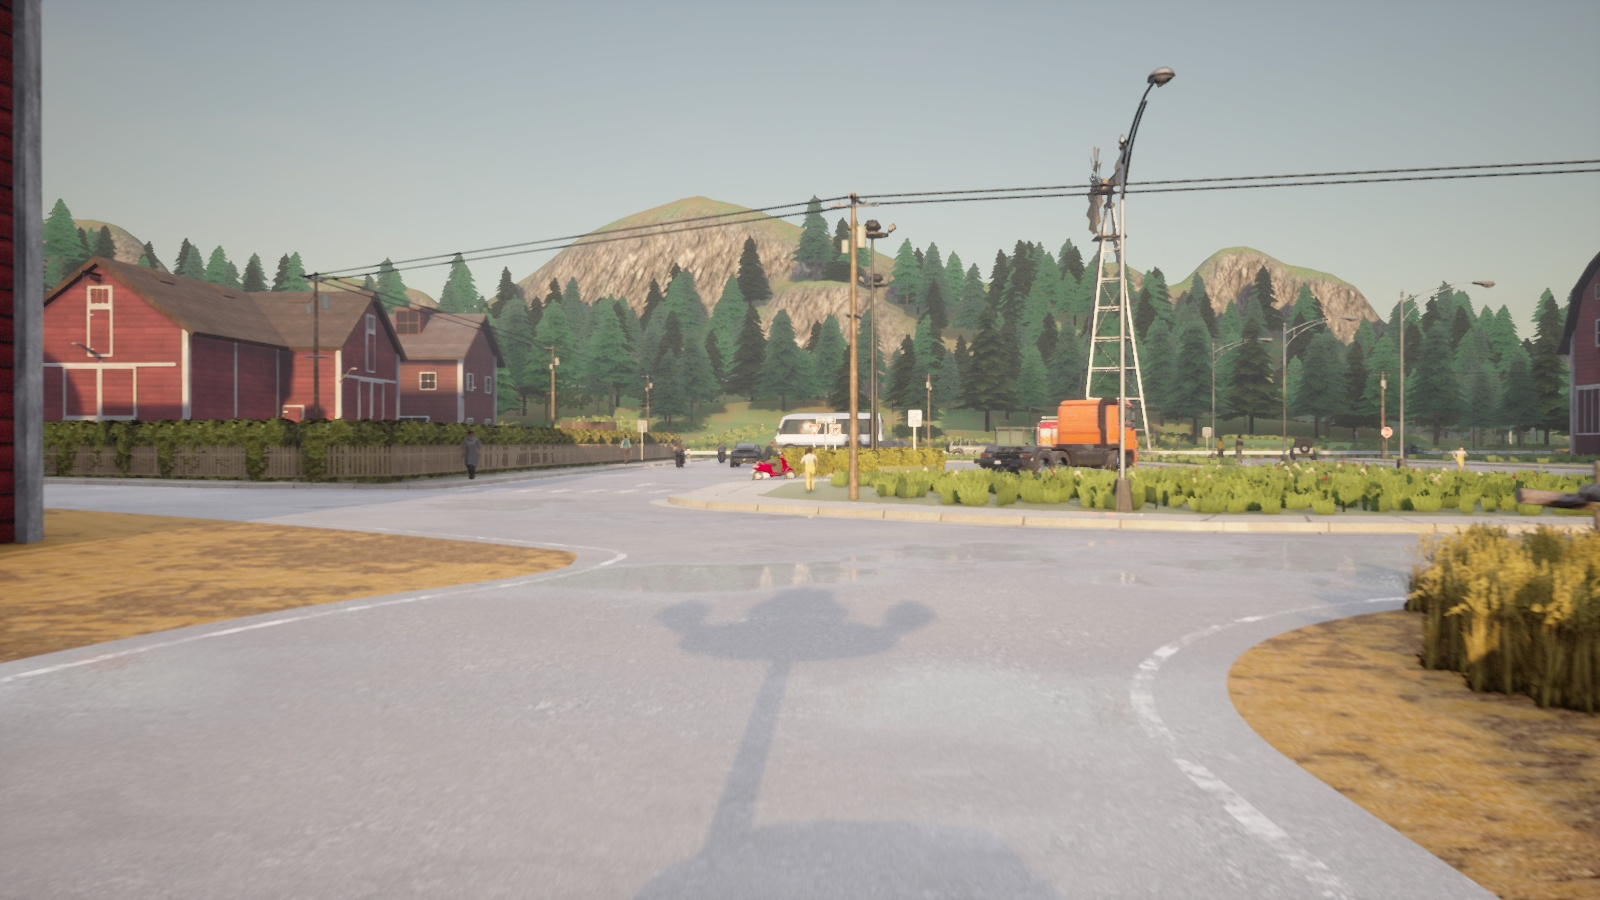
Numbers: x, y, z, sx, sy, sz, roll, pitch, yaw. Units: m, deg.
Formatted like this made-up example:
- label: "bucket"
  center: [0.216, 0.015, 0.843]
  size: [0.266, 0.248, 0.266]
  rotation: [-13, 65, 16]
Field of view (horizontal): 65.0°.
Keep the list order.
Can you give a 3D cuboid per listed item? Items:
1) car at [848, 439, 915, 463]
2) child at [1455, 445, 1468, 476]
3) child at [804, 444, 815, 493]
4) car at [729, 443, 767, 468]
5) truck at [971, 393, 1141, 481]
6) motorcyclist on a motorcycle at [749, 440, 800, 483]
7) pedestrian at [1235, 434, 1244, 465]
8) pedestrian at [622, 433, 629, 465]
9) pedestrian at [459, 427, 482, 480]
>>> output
- label: "car"
  center: [6.050, 0.085, 92.982]
  size: [4.553, 1.767, 2.097]
  rotation: [0, 0, 19]
- label: "child"
  center: [26.854, 0.417, 50.987]
  size: [0.270, 1.263, 0.437]
  rotation: [0, 0, 2]
- label: "child"
  center: [0.251, 0.474, 32.780]
  size: [0.270, 1.263, 0.437]
  rotation: [0, 0, -3]
- label: "car"
  center: [-3.184, 0.314, 77.144]
  size: [1.837, 1.490, 4.892]
  rotation: [0, 0, 3]
- label: "truck"
  center: [10.993, -0.527, 53.323]
  size: [7.936, 3.462, 2.891]
  rotation: [0, 1, -42]
- label: "motorcyclist on a motorcycle"
  center: [-0.987, 0.425, 48.544]
  size: [1.817, 1.590, 0.866]
  rotation: [0, 2, -17]
- label: "pedestrian"
  center: [28.059, -0.027, 80.184]
  size: [0.402, 1.930, 0.666]
  rotation: [0, 0, 1]
- label: "pedestrian"
  center: [-10.609, -0.038, 76.482]
  size: [0.396, 1.930, 0.692]
  rotation: [0, 0, -4]
- label: "pedestrian"
  center: [-12.159, 0.130, 46.355]
  size: [0.659, 1.952, 0.873]
  rotation: [0, 0, -3]
